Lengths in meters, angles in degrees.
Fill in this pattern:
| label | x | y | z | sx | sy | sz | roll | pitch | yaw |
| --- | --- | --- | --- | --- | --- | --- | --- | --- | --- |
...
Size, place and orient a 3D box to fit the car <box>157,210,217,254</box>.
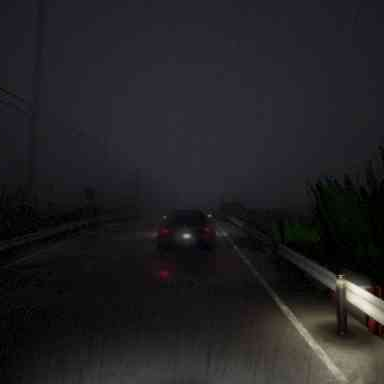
| label | x | y | z | sx | sy | sz | roll | pitch | yaw |
| --- | --- | --- | --- | --- | --- | --- | --- | --- | --- |
| car | -0.173 | 1.341 | 12.373 | 1.994 | 1.385 | 4.181 | -1 | 0 | 0 |
